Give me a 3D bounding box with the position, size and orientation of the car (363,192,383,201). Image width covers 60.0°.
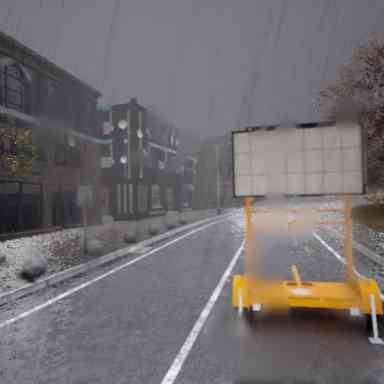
[{"bbox_3d":[35.033,0.811,63.765,5.008,1.535,1.882,-3,-1,-19],"label":"car"}]

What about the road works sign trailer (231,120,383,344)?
[{"bbox_3d":[2.041,0.483,6.533,2.380,3.560,2.880,-2,-1,13],"label":"road works sign trailer"}]
